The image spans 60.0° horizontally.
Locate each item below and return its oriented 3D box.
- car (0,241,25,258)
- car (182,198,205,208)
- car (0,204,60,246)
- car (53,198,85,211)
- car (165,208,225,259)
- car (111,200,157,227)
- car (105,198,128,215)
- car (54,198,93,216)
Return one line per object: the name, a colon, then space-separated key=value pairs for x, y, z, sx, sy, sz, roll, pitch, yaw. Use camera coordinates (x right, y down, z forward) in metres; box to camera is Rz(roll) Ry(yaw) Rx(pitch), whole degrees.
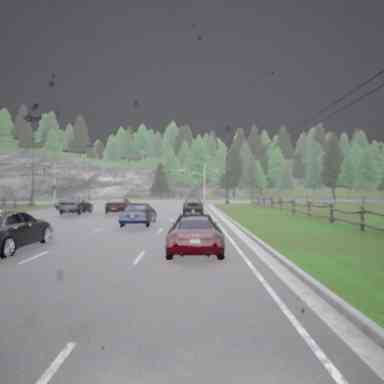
car: x=-3.401 y=1.477 z=2.120 sx=2.128 sy=1.511 sz=4.902 roll=0 pitch=0 yaw=0
car: x=0.101 y=1.314 z=30.334 sx=1.837 sy=1.490 sz=4.892 roll=0 pitch=0 yaw=0
car: x=-6.899 y=1.429 z=12.325 sx=1.837 sy=1.490 sz=4.892 roll=0 pitch=1 yaw=0
car: x=-13.898 y=1.363 z=37.960 sx=1.895 sy=1.301 sz=4.718 roll=0 pitch=0 yaw=0
car: x=0.099 y=1.486 z=12.306 sx=1.994 sy=1.385 sz=4.181 roll=0 pitch=0 yaw=0
car: x=-3.399 y=1.412 z=21.468 sx=2.033 sy=1.411 sz=5.357 roll=0 pitch=0 yaw=0
car: x=-6.899 y=1.279 z=31.765 sx=1.882 sy=1.535 sz=5.008 roll=0 pitch=0 yaw=0
car: x=-10.398 y=1.303 z=30.113 sx=2.128 sy=1.511 sz=4.902 roll=0 pitch=0 yaw=0
